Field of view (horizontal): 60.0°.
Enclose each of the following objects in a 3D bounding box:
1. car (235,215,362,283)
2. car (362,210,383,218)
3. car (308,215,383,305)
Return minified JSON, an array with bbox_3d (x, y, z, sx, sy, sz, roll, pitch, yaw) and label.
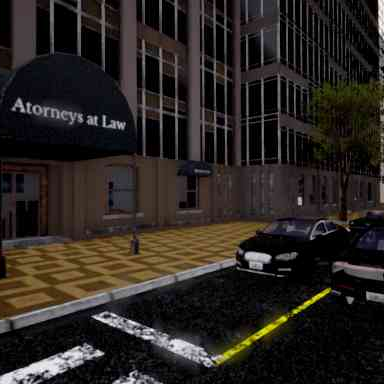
[{"bbox_3d":[3.172,1.523,9.945,2.128,1.511,4.902,-1,0,41],"label":"car"},{"bbox_3d":[9.936,1.635,17.696,1.895,1.301,4.718,-1,-1,41],"label":"car"},{"bbox_3d":[4.587,1.496,7.232,2.128,1.511,4.902,-1,0,41],"label":"car"}]
